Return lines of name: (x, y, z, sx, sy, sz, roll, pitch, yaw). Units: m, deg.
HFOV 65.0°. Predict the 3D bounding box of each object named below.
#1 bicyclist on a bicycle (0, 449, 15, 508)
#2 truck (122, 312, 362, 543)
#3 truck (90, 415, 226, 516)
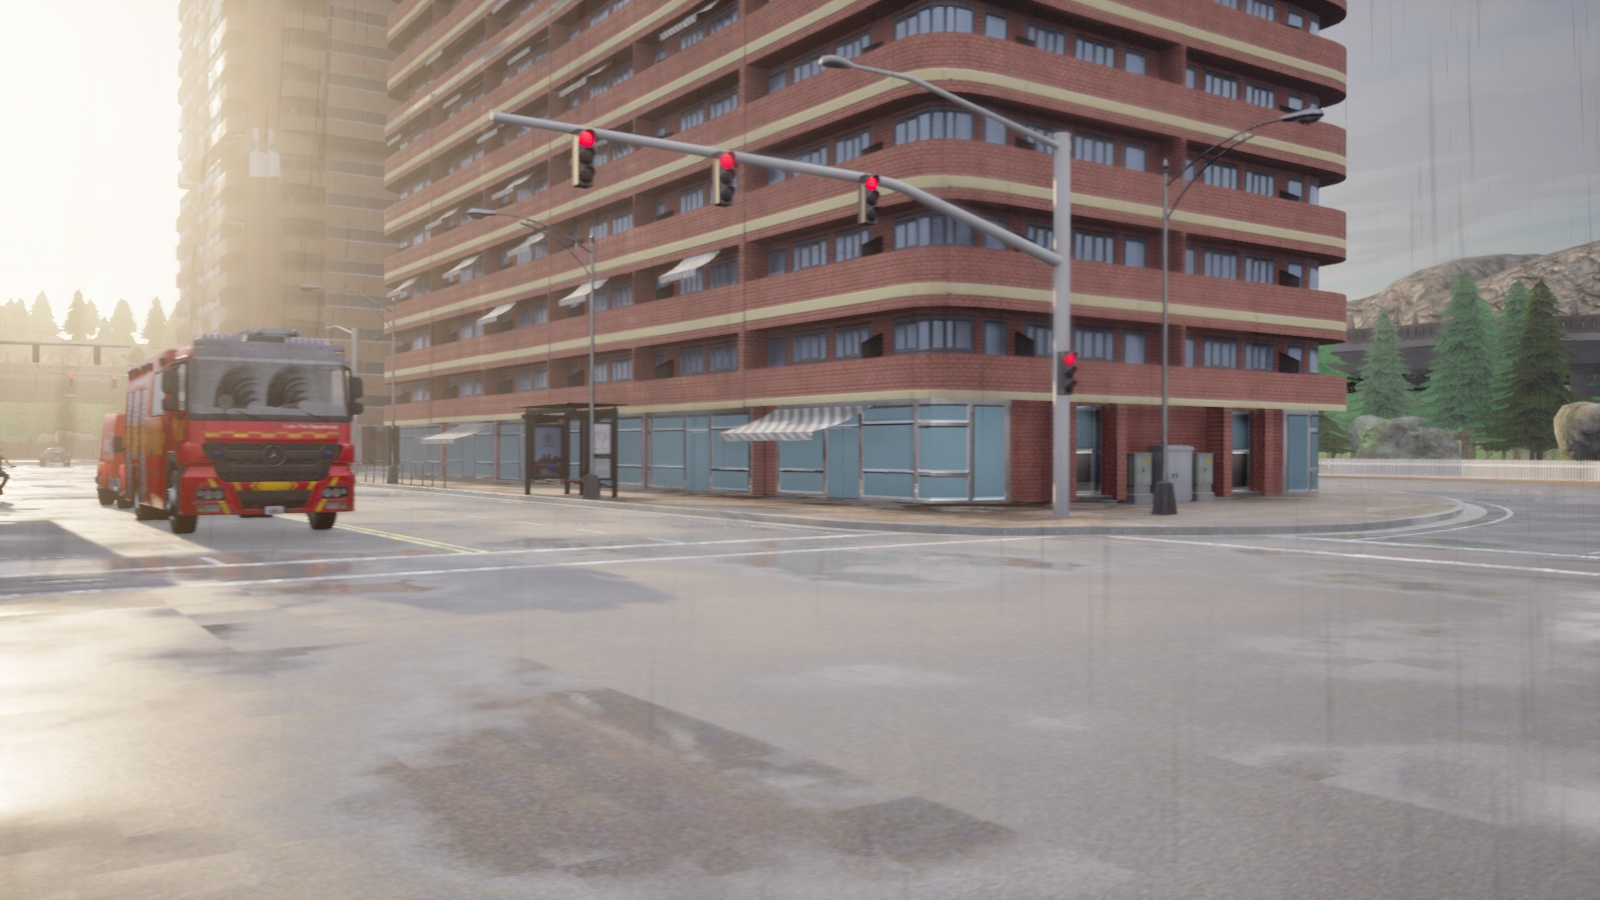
bicyclist on a bicycle: (-22.370, 0.767, 34.904, 0.866, 1.612, 1.509, 0, 0, -34)
truck: (-11.413, -0.360, 25.097, 2.891, 3.827, 8.468, 0, 0, -34)
truck: (-17.296, 0.313, 33.689, 2.627, 2.467, 5.204, 0, 1, -34)
